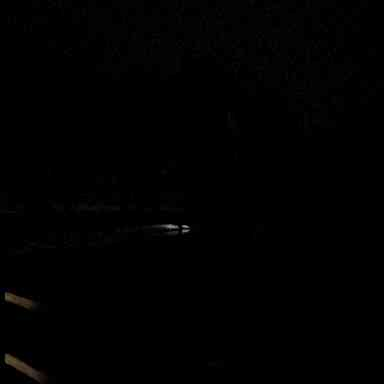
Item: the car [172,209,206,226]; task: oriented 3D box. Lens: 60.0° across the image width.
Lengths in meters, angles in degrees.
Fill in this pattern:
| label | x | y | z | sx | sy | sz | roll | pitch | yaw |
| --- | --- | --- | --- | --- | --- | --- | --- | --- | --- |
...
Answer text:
| label | x | y | z | sx | sy | sz | roll | pitch | yaw |
| --- | --- | --- | --- | --- | --- | --- | --- | --- | --- |
| car | 0.017 | 2.315 | 31.617 | 1.812 | 1.442 | 4.674 | 1 | -1 | 36 |
